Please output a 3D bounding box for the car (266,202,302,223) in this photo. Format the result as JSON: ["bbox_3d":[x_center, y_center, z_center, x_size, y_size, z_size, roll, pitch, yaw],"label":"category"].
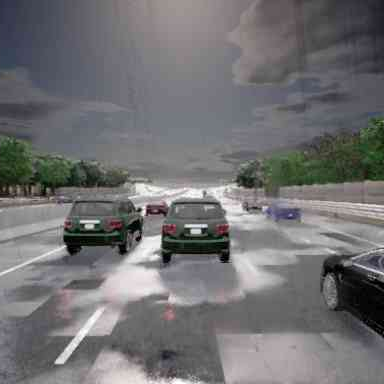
[{"bbox_3d":[7.054,1.507,26.015,1.882,1.535,5.008,0,0,2],"label":"car"}]

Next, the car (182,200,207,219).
[{"bbox_3d":[0.215,1.530,30.516,2.128,1.511,4.902,0,0,0],"label":"car"}]

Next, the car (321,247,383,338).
[{"bbox_3d":[3.505,1.494,4.801,2.128,1.511,4.902,0,0,0],"label":"car"}]

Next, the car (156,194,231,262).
[{"bbox_3d":[0.124,1.229,12.222,2.150,2.045,5.566,0,0,0],"label":"car"}]

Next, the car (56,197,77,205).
[{"bbox_3d":[-24.047,1.661,63.983,2.033,1.411,5.357,0,0,1],"label":"car"}]

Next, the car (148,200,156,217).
[{"bbox_3d":[-3.274,1.520,32.092,1.882,1.535,5.008,0,0,0],"label":"car"}]

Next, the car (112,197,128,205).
[{"bbox_3d":[-13.574,1.682,62.972,1.994,1.385,4.181,0,0,1],"label":"car"}]

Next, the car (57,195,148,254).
[{"bbox_3d":[-3.371,1.231,13.659,2.150,2.045,5.566,0,0,0],"label":"car"}]

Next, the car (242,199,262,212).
[{"bbox_3d":[7.255,1.614,40.661,2.033,1.411,5.357,0,0,1],"label":"car"}]

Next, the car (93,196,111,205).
[{"bbox_3d":[-17.064,1.621,63.276,1.837,1.490,4.892,0,0,1],"label":"car"}]

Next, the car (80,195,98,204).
[{"bbox_3d":[-20.512,1.476,66.547,2.097,1.767,4.553,0,0,1],"label":"car"}]
